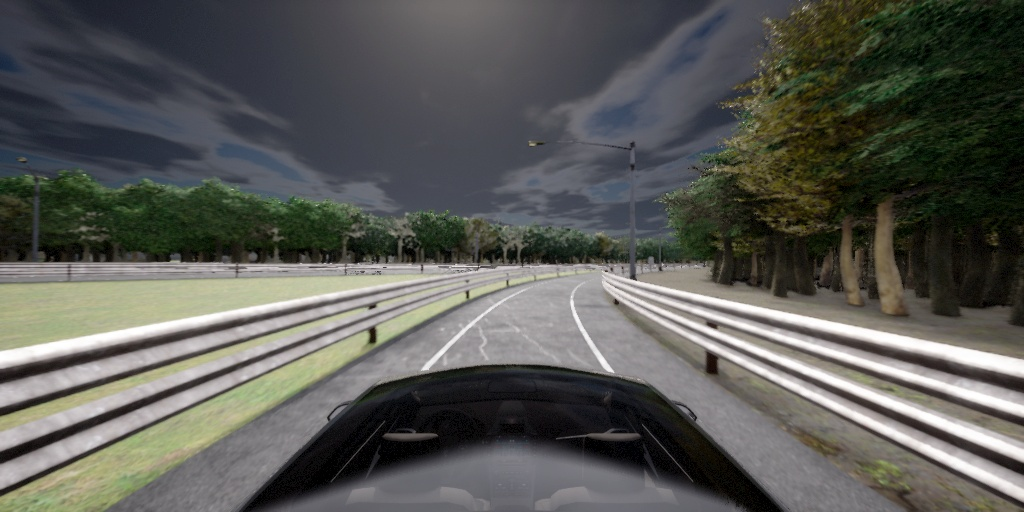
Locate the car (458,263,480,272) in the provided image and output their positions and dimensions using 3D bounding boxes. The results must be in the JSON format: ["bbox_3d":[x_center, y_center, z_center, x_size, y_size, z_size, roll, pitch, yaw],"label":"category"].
[{"bbox_3d":[-7.538,1.981,62.285,2.033,1.411,5.357,-1,-1,44],"label":"car"}]

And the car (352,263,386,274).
[{"bbox_3d":[-19.768,1.663,49.608,1.812,1.442,4.674,-1,-2,44],"label":"car"}]
